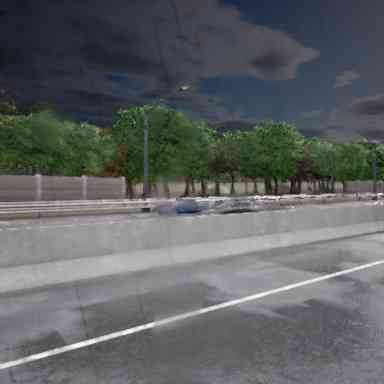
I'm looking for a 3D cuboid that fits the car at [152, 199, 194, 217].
[{"bbox_3d":[-0.825,1.356,29.162,5.357,1.411,2.033,-1,0,-35],"label":"car"}]

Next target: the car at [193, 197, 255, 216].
[{"bbox_3d":[2.790,1.320,23.142,4.892,1.490,1.837,-1,0,-35],"label":"car"}]

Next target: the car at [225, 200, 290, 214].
[{"bbox_3d":[4.348,1.386,19.956,4.181,1.385,1.994,-1,0,-35],"label":"car"}]
